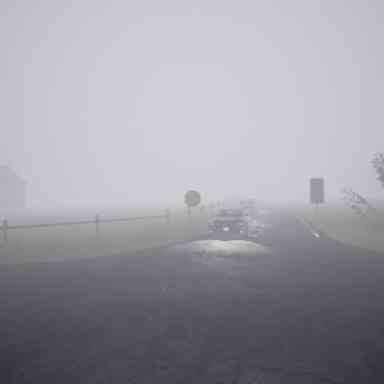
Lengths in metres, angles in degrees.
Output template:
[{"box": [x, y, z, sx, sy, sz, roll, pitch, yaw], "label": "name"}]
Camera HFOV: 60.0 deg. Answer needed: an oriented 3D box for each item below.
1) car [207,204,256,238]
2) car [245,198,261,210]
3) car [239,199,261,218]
[{"box": [2.056, 1.540, 17.480, 1.994, 1.385, 4.181, -1, 0, 14], "label": "car"}, {"box": [7.751, 1.499, 42.192, 1.895, 1.301, 4.718, -1, 0, 12], "label": "car"}, {"box": [4.970, 1.427, 29.677, 2.128, 1.511, 4.902, -1, 0, 13], "label": "car"}]
